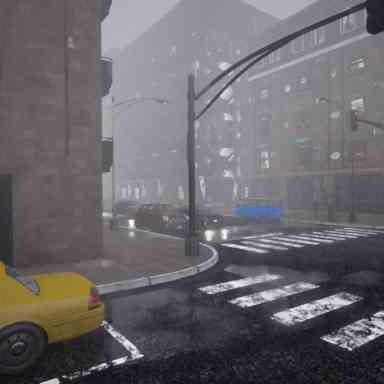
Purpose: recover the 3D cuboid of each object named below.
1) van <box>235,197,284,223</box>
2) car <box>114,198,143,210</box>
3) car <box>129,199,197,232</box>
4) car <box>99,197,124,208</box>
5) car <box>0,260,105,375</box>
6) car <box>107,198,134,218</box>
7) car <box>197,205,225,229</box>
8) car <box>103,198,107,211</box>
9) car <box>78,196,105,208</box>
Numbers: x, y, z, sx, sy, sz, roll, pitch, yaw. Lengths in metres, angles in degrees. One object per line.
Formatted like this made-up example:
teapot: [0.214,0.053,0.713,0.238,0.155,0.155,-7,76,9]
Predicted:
van: [4.967,1.280,24.917,1.690,1.788,3.998,0,0,-36]
car: [-8.308,1.463,43.265,1.887,1.381,4.507,-1,0,-36]
car: [-1.834,1.440,20.021,1.967,1.590,4.097,0,0,-36]
car: [-11.626,1.463,47.852,1.887,1.381,4.507,-1,0,-36]
car: [-3.566,1.525,4.024,4.829,1.417,1.752,0,0,-35]
car: [-5.604,1.493,29.650,1.812,1.442,4.674,-1,0,-36]
car: [0.231,1.545,21.584,1.994,1.385,4.181,-1,0,-36]
car: [-11.544,1.452,37.874,2.128,1.511,4.902,-1,0,-36]
car: [-14.270,1.429,46.997,2.128,1.511,4.902,-1,0,-36]
